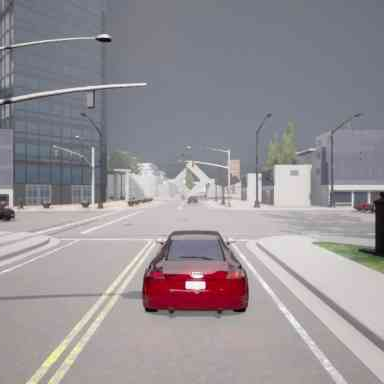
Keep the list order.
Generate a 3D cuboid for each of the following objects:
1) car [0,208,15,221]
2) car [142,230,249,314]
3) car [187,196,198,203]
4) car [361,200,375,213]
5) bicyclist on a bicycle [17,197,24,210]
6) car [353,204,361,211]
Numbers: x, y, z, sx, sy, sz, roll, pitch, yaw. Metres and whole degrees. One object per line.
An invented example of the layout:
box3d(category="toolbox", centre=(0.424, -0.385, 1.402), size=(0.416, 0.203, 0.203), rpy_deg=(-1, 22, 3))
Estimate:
box3d(category="car", centre=(-16.602, 1.587, 26.151), size=(5.008, 1.535, 1.882), rpy_deg=(-1, 0, 0))
box3d(category="car", centre=(0.074, 1.564, 7.695), size=(1.994, 1.385, 4.181), rpy_deg=(0, 0, 0))
box3d(category="car", centre=(0.152, 1.525, 67.052), size=(1.812, 1.442, 4.674), rpy_deg=(0, 0, 1))
box3d(category="car", centre=(20.214, 1.553, 33.644), size=(4.718, 1.301, 1.895), rpy_deg=(0, 0, 0))
box3d(category="bicyclist on a bicycle", centre=(-21.982, 1.466, 42.585), size=(0.582, 1.620, 1.656), rpy_deg=(-1, 0, 0))
box3d(category="car", centre=(20.656, 1.553, 37.139), size=(4.718, 1.301, 1.895), rpy_deg=(0, 0, 0))
